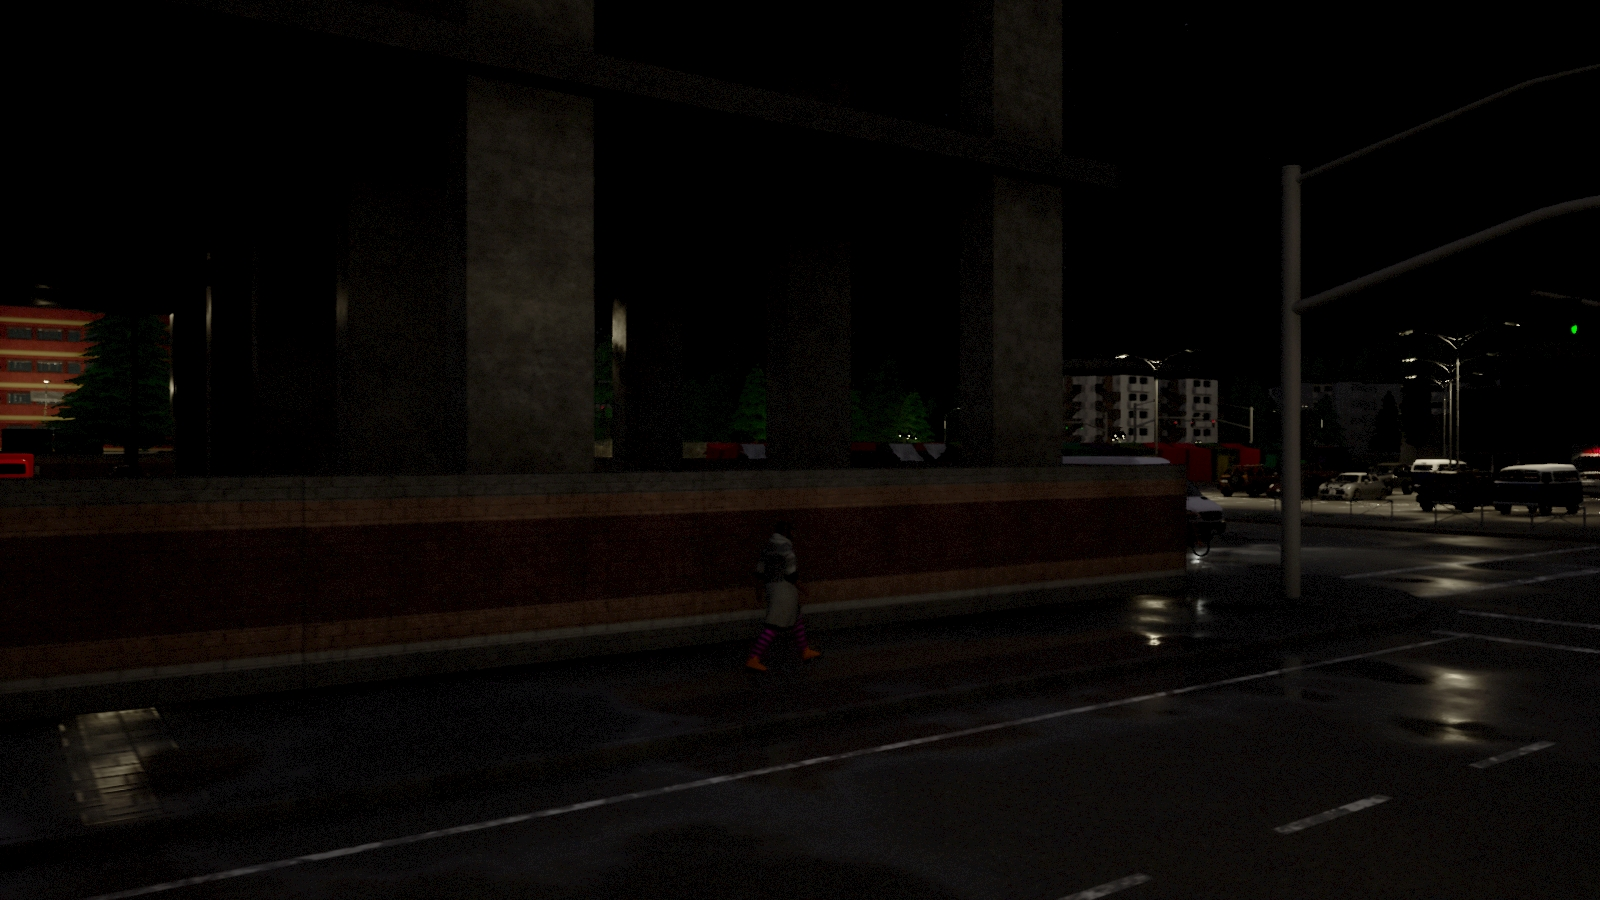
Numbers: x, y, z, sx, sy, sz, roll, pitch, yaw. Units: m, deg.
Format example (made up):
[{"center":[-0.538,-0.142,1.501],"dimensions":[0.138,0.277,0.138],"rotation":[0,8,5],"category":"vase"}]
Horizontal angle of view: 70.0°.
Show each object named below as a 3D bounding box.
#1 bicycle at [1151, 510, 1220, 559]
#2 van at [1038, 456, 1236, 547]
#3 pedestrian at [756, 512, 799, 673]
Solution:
[{"center":[9.991,2.174,29.665],"dimensions":[0.859,1.126,1.487],"rotation":[0,0,-35],"category":"bicycle"},{"center":[10.269,1.475,35.357],"dimensions":[1.988,2.561,5.915],"rotation":[0,0,-35],"category":"van"},{"center":[-0.273,1.695,13.732],"dimensions":[0.375,1.860,0.375],"rotation":[0,0,-32],"category":"pedestrian"}]
